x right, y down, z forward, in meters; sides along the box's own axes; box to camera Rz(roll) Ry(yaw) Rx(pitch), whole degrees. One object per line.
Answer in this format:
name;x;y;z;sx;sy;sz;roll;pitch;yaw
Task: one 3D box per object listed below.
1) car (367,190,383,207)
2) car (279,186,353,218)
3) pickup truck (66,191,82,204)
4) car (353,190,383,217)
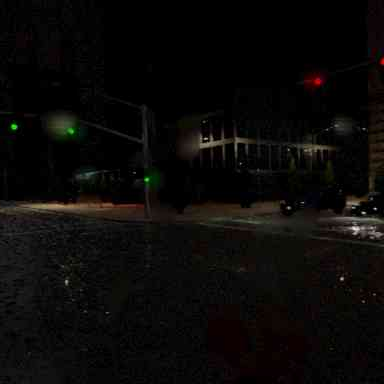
car;18.333;0.528;30.793;4.674;1.442;1.812;-2;1;-36
car;8.650;0.604;23.594;5.566;2.045;2.150;-2;1;-35
pickup truck;-18.533;0.736;53.147;2.390;2.098;6.274;-2;1;-7
car;12.828;0.833;22.362;5.357;1.411;2.033;-2;1;-37
